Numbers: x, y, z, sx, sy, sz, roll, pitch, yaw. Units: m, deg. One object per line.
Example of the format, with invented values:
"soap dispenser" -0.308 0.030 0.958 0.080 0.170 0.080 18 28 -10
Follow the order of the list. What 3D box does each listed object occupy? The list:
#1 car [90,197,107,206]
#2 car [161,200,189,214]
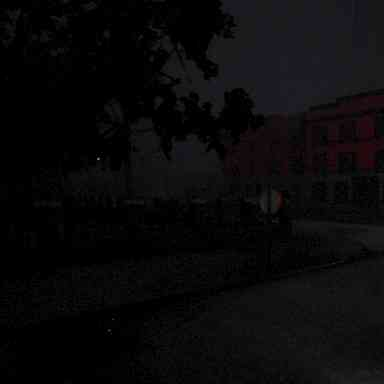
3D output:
"car" -14.493 1.583 51.843 1.812 1.442 4.674 0 0 -35
"car" -1.529 1.550 33.536 2.128 1.511 4.902 0 0 -36
